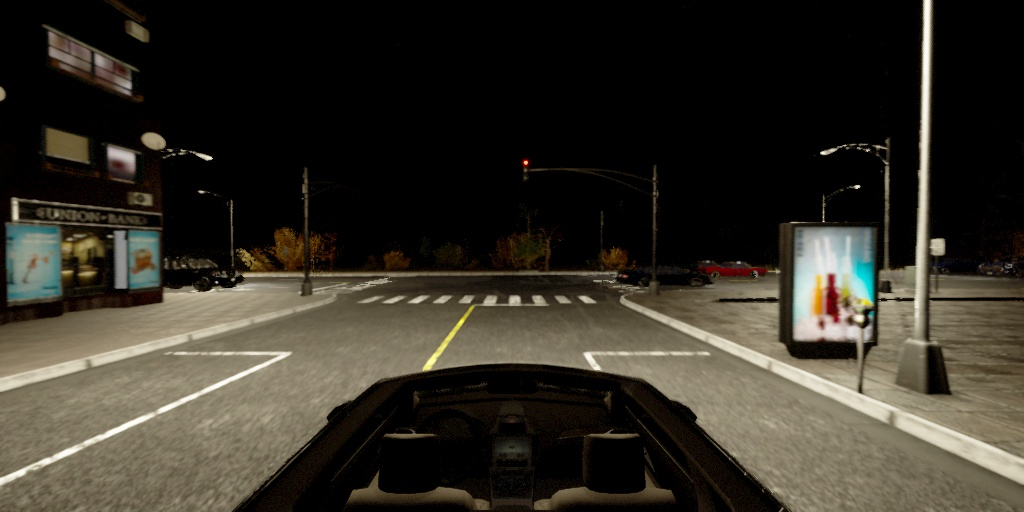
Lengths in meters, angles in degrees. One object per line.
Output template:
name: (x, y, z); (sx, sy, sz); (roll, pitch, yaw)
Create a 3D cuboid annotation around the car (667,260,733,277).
car: (16.231, 1.057, 31.119); (4.718, 1.301, 1.895); (0, 1, 0)

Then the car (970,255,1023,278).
car: (39.170, 0.729, 27.675); (4.553, 1.767, 2.097); (0, 1, 1)

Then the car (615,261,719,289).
car: (9.065, 1.204, 21.627); (5.357, 1.411, 2.033); (0, 1, 1)

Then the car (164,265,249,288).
car: (-20.911, 1.365, 24.692); (4.181, 1.385, 1.994); (0, 1, 0)

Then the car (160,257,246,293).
car: (-19.389, 1.066, 21.424); (5.566, 2.045, 2.150); (0, 1, 0)

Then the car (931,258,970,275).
car: (37.896, 0.856, 30.943); (4.674, 1.442, 1.812); (0, 1, 1)

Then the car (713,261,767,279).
car: (16.858, 1.107, 27.865); (4.718, 1.301, 1.895); (0, 1, 0)
